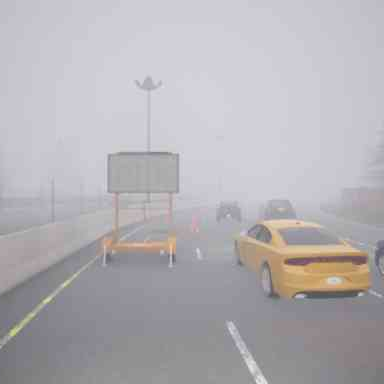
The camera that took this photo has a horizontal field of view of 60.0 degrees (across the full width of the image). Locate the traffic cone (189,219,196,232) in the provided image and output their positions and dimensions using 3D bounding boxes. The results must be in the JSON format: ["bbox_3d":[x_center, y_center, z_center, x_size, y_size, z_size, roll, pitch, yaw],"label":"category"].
[{"bbox_3d":[0.003,1.914,18.290,0.340,0.580,0.340,0,0,1],"label":"traffic cone"}]

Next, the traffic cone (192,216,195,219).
[{"bbox_3d":[0.039,1.910,20.290,0.340,0.580,0.340,0,0,1],"label":"traffic cone"}]

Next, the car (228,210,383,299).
[{"bbox_3d":[2.386,1.456,8.492,1.882,1.535,5.008,0,0,-4],"label":"car"}]

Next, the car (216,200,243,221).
[{"bbox_3d":[2.972,1.442,26.494,1.837,1.490,4.892,0,0,7],"label":"car"}]

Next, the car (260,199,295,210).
[{"bbox_3d":[6.298,1.290,24.756,2.097,1.767,4.553,0,0,6],"label":"car"}]

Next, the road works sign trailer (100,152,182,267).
[{"bbox_3d":[-1.614,0.440,11.315,2.380,3.560,2.880,0,0,1],"label":"road works sign trailer"}]
